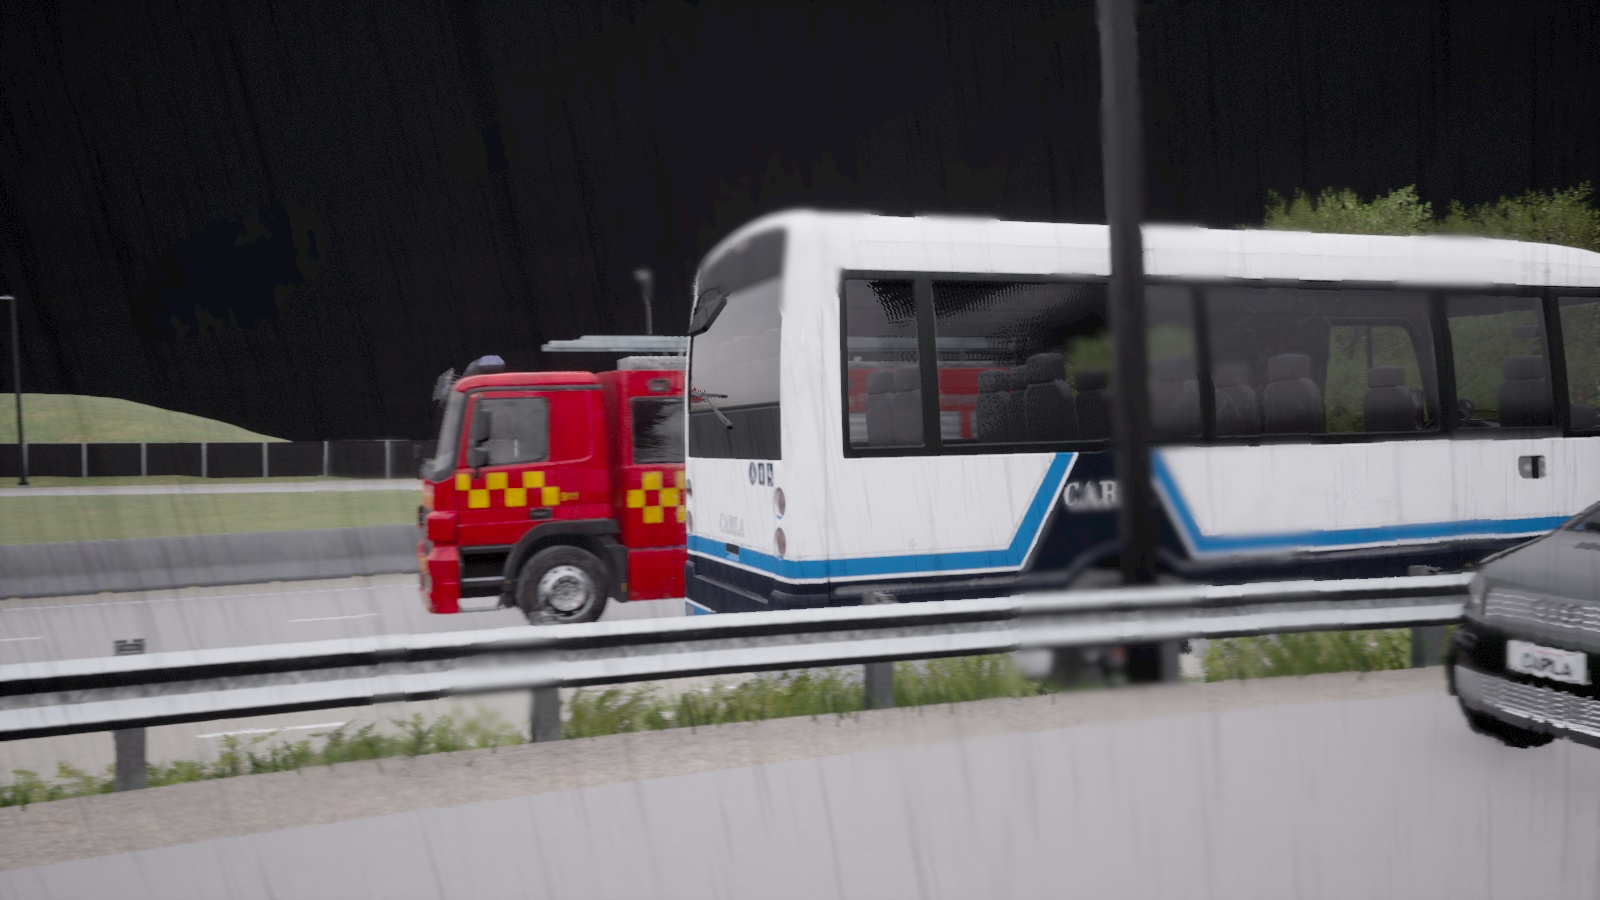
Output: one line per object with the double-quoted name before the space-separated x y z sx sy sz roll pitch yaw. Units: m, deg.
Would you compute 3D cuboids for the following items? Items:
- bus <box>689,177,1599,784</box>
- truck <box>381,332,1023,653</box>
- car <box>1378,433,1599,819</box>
"bus" 4.455 0.064 12.376 10.273 4.253 3.944 -2 1 -20
"truck" -1.365 0.381 17.727 8.468 3.827 2.891 -2 1 -20
"car" 4.893 0.684 5.891 3.705 1.549 1.789 -1 1 -17
